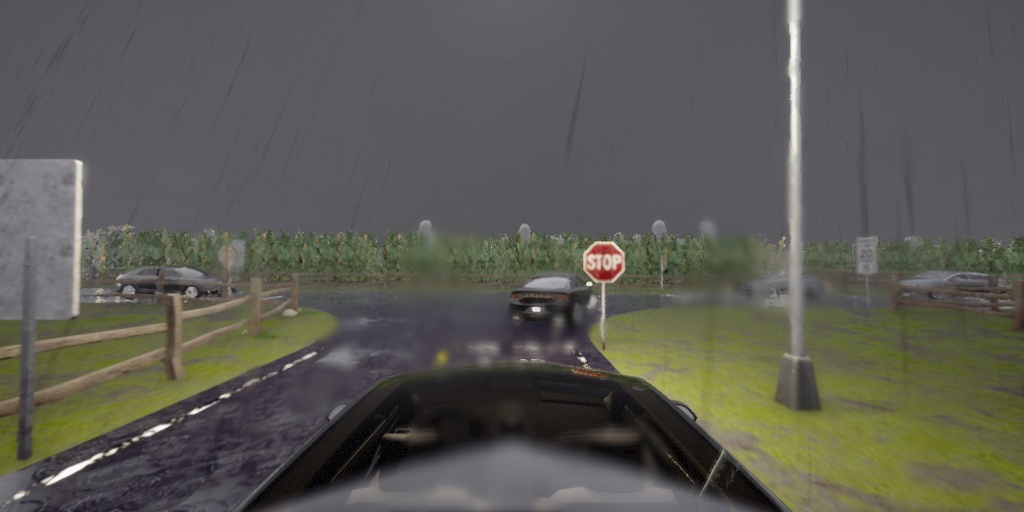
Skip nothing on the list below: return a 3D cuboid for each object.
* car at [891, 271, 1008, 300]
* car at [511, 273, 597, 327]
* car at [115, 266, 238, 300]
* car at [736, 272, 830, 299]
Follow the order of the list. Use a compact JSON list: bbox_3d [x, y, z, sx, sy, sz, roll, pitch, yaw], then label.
[{"bbox_3d":[23.617,1.587,19.501,4.902,1.511,2.128,0,-1,0],"label":"car"},{"bbox_3d":[1.550,1.298,11.996,1.882,1.535,5.008,-1,0,21],"label":"car"},{"bbox_3d":[-15.527,1.233,16.729,4.892,1.490,1.837,0,-1,2],"label":"car"},{"bbox_3d":[14.674,1.587,19.553,4.181,1.385,1.994,0,-1,1],"label":"car"}]
